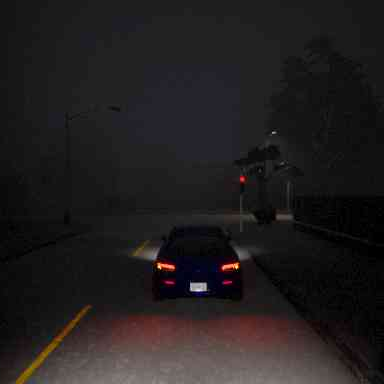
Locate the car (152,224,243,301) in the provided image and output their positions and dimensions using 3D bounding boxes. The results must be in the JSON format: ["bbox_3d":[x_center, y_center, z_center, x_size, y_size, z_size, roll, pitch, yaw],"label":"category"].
[{"bbox_3d":[0.120,1.526,8.214,1.812,1.442,4.674,0,0,0],"label":"car"}]
